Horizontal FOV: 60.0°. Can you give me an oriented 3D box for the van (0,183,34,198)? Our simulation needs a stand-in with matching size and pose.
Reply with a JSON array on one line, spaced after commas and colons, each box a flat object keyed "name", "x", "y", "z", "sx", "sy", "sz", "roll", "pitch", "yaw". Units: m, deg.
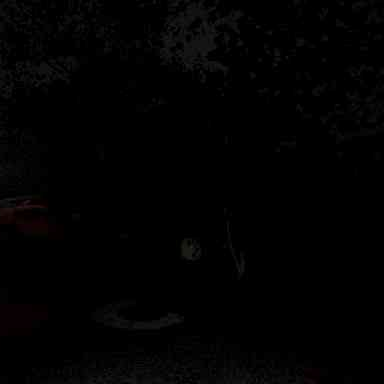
[{"name": "van", "x": -24.555, "y": -0.237, "z": 46.329, "sx": 4.442, "sy": 1.987, "sz": 1.878, "roll": 1, "pitch": 1, "yaw": -30}]

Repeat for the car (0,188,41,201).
[{"name": "car", "x": -20.503, "y": 0.285, "z": 39.090, "sx": 4.792, "sy": 1.488, "sz": 2.163, "roll": 1, "pitch": 1, "yaw": -30}]

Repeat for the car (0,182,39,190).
[{"name": "car", "x": -14.984, "y": 0.427, "z": 29.486, "sx": 5.566, "sy": 2.045, "sz": 2.435, "roll": 1, "pitch": 2, "yaw": -30}]

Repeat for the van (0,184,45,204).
[{"name": "van", "x": -17.726, "y": 0.230, "z": 34.439, "sx": 4.442, "sy": 1.987, "sz": 1.878, "roll": 1, "pitch": 2, "yaw": -30}]

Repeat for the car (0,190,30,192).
[{"name": "car", "x": -12.421, "y": 0.893, "z": 24.586, "sx": 5.366, "sy": 1.575, "sz": 1.946, "roll": 1, "pitch": 2, "yaw": -30}]

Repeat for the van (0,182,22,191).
[{"name": "van", "x": -39.787, "y": -1.193, "z": 72.848, "sx": 4.442, "sy": 1.987, "sz": 1.878, "roll": 1, "pitch": 1, "yaw": -30}]

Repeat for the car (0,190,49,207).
[{"name": "car", "x": -16.420, "y": 0.596, "z": 31.865, "sx": 4.792, "sy": 1.488, "sz": 2.163, "roll": 1, "pitch": 2, "yaw": -30}]

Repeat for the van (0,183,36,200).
[{"name": "van", "x": -21.984, "y": -0.065, "z": 41.401, "sx": 4.442, "sy": 1.987, "sz": 1.878, "roll": 1, "pitch": 1, "yaw": -30}]

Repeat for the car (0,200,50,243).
[{"name": "car", "x": -6.813, "y": 1.336, "z": 15.181, "sx": 5.008, "sy": 1.535, "sz": 2.097, "roll": 1, "pitch": 2, "yaw": -30}]

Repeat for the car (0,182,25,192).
[{"name": "car", "x": -38.533, "y": -1.134, "z": 70.374, "sx": 5.566, "sy": 2.045, "sz": 2.435, "roll": 1, "pitch": 1, "yaw": -30}]

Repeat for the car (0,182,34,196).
[{"name": "car", "x": -27.438, "y": -0.438, "z": 51.058, "sx": 5.566, "sy": 2.045, "sz": 2.435, "roll": 1, "pitch": 1, "yaw": -30}]

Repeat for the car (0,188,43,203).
[{"name": "car", "x": -19.190, "y": 0.379, "z": 36.803, "sx": 4.792, "sy": 1.488, "sz": 2.163, "roll": 1, "pitch": 2, "yaw": -30}]

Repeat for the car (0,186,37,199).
[{"name": "car", "x": -23.279, "y": 0.073, "z": 43.877, "sx": 5.008, "sy": 1.535, "sz": 2.097, "roll": 1, "pitch": 1, "yaw": -30}]

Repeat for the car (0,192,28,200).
[{"name": "car", "x": -8.156, "y": 1.100, "z": 17.598, "sx": 4.553, "sy": 1.767, "sz": 2.185, "roll": 1, "pitch": 2, "yaw": -30}]

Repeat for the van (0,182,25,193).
[{"name": "van", "x": -34.271, "y": -0.847, "z": 63.245, "sx": 4.442, "sy": 1.987, "sz": 1.878, "roll": 1, "pitch": 1, "yaw": -30}]

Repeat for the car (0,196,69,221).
[{"name": "car", "x": -10.886, "y": 1.049, "z": 22.278, "sx": 4.674, "sy": 1.452, "sz": 2.002, "roll": 1, "pitch": 2, "yaw": -30}]
